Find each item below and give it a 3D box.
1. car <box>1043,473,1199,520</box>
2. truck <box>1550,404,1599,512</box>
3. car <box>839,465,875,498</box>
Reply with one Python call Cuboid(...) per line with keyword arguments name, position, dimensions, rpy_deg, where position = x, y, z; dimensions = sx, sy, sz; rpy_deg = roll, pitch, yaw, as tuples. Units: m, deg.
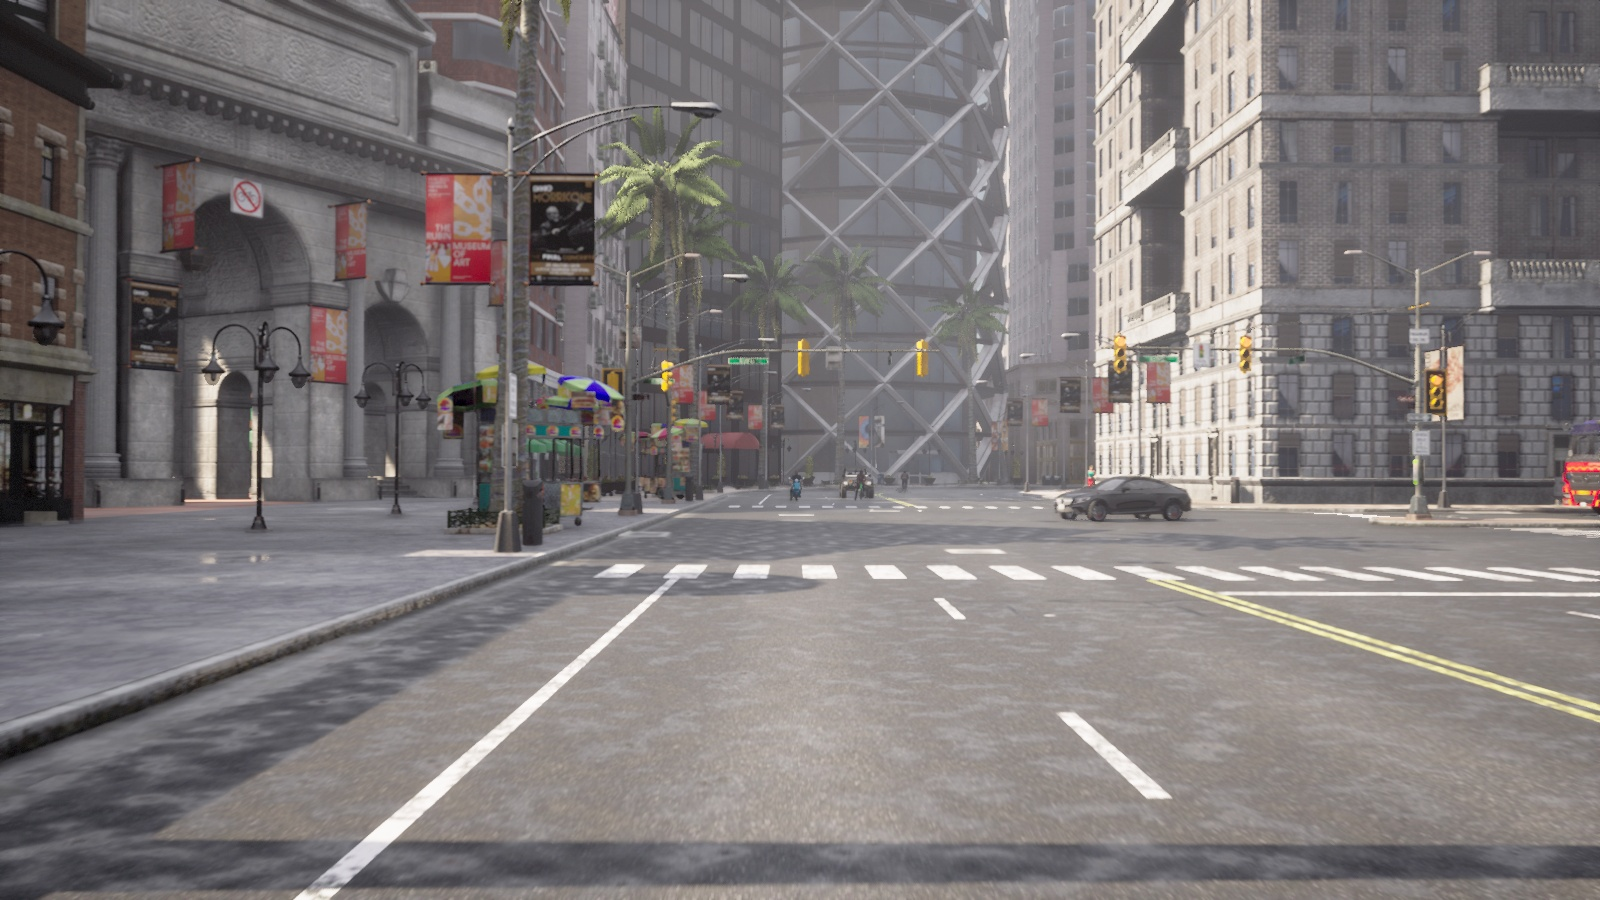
Cuboid(name="car", position=(10.385, 1.479, 40.629), dimensions=(4.674, 1.442, 1.812), rpy_deg=(0, -1, -21))
Cuboid(name="truck", position=(32.641, 0.292, 46.071), dimensions=(8.468, 3.827, 2.891), rpy_deg=(0, -1, -1))
Cuboid(name="car", position=(3.321, 1.834, 73.865), dimensions=(1.905, 1.878, 3.866), rpy_deg=(0, -1, 0))
